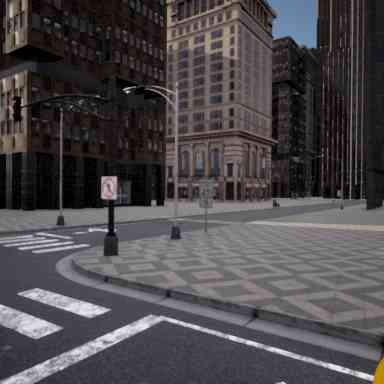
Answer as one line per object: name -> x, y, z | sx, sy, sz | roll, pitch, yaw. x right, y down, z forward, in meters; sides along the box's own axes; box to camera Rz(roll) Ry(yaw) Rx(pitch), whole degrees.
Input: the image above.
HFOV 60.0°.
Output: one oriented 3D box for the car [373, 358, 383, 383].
car -> 3.469, 1.479, 1.218 | 5.008, 1.535, 1.882 | 0, 0, 35
